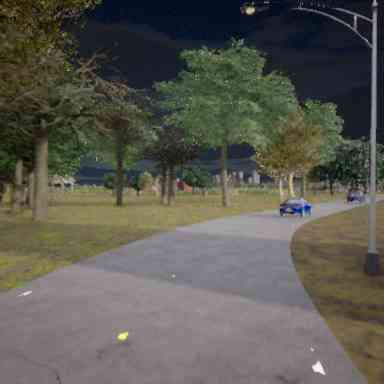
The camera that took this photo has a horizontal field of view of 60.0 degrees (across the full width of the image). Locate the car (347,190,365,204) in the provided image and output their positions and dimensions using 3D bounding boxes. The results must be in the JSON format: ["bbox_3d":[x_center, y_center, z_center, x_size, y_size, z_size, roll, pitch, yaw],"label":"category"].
[{"bbox_3d":[27.205,0.729,55.243,2.150,2.045,5.566,0,1,35],"label":"car"}]

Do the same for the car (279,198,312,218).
[{"bbox_3d":[9.100,1.260,29.001,1.882,1.535,5.008,0,1,31],"label":"car"}]
